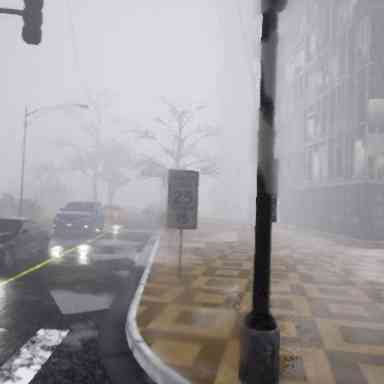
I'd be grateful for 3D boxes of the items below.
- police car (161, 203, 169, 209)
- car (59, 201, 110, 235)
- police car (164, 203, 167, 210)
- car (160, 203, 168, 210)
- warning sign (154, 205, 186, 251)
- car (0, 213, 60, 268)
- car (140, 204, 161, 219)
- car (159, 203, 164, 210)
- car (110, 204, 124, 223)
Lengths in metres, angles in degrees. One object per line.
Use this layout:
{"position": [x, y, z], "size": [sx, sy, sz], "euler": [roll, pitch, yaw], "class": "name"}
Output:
{"position": [-7.395, 3.747, 90.461], "size": [1.930, 1.638, 5.238], "euler": [2, -2, -3], "class": "police car"}
{"position": [-7.225, 1.611, 21.910], "size": [2.150, 2.045, 5.566], "euler": [2, -2, -3], "class": "car"}
{"position": [-6.426, 3.335, 74.495], "size": [1.930, 1.638, 5.238], "euler": [2, -2, -3], "class": "police car"}
{"position": [-7.029, 3.670, 84.362], "size": [1.837, 1.490, 4.892], "euler": [2, -2, -3], "class": "car"}
{"position": [-0.958, 1.545, 14.635], "size": [1.300, 1.860, 1.060], "euler": [2, -2, -3], "class": "warning sign"}
{"position": [-6.640, 1.654, 11.933], "size": [1.812, 1.442, 4.674], "euler": [2, -2, -2], "class": "car"}
{"position": [-5.287, 2.552, 41.640], "size": [1.812, 1.442, 4.674], "euler": [2, -2, -3], "class": "car"}
{"position": [-5.957, 2.648, 52.088], "size": [2.097, 1.767, 4.553], "euler": [2, -2, -3], "class": "car"}
{"position": [-7.840, 2.007, 32.110], "size": [2.097, 1.767, 4.553], "euler": [2, -2, -3], "class": "car"}
